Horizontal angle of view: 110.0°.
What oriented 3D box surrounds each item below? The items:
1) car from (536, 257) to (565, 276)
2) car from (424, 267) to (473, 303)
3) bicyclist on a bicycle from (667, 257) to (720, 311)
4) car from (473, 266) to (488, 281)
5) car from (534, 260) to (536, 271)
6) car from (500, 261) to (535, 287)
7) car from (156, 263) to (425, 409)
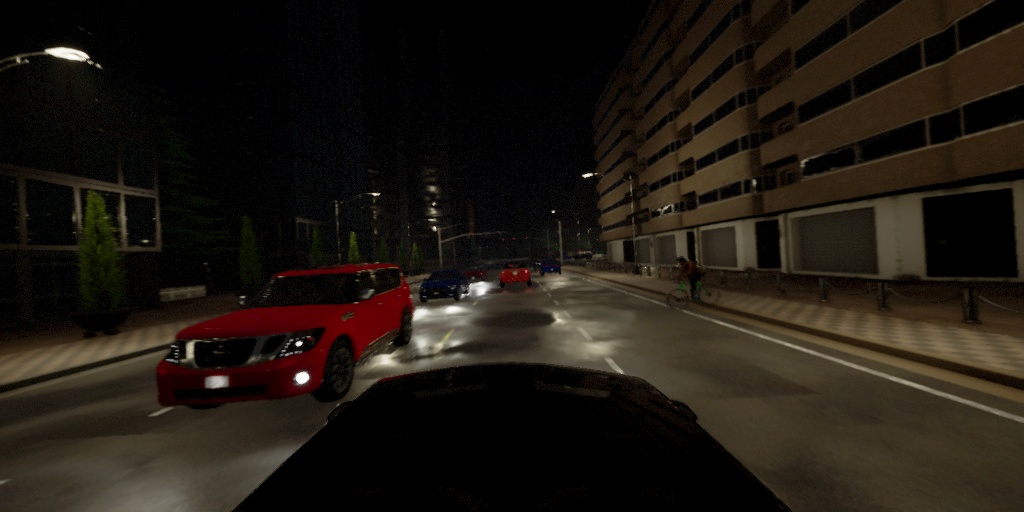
[{"bbox_3d":[3.758,1.087,35.848,1.882,1.535,5.008,-3,0,1],"label":"car"},{"bbox_3d":[-3.512,1.485,19.198,1.882,1.535,5.008,-3,0,1],"label":"car"},{"bbox_3d":[5.536,0.817,11.100,1.656,1.620,0.582,-10,0,0],"label":"bicyclist on a bicycle"},{"bbox_3d":[-3.353,1.635,33.487,1.895,1.301,4.718,-3,0,1],"label":"car"},{"bbox_3d":[3.822,1.130,48.368,2.128,1.511,4.902,-3,0,1],"label":"car"},{"bbox_3d":[0.224,1.149,25.605,2.097,1.767,4.553,-3,0,0],"label":"car"},{"bbox_3d":[-3.628,1.204,7.174,2.150,2.045,5.566,-3,0,0],"label":"car"}]
